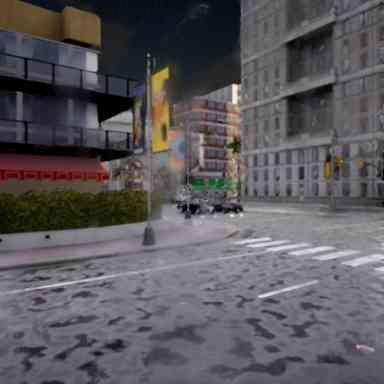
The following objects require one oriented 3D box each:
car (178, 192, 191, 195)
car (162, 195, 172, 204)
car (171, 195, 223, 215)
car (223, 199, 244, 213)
[{"bbox_3d":[-1.545,1.042,63.017,2.150,2.045,5.566,0,0,-15],"label":"car"},{"bbox_3d":[-5.255,1.348,60.332,1.837,1.490,4.892,0,0,-44],"label":"car"},{"bbox_3d":[0.376,1.393,32.927,2.128,1.511,4.902,0,0,-35],"label":"car"},{"bbox_3d":[3.060,1.431,35.193,2.033,1.411,5.357,0,0,-35],"label":"car"}]
